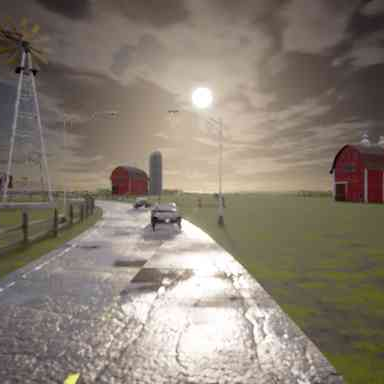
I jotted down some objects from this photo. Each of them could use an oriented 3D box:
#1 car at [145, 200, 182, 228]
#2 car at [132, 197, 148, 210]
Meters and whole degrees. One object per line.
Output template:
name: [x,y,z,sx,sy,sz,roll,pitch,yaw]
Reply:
car: [-1.781,1.448,21.706,2.128,1.511,4.902,0,0,-9]
car: [-6.357,1.385,41.537,1.837,1.490,4.892,0,0,-17]
